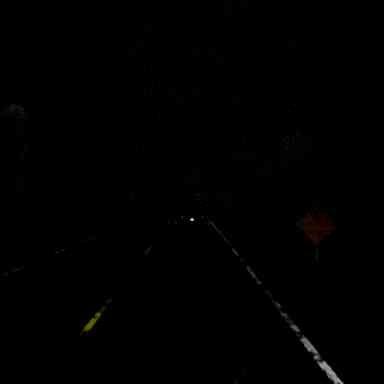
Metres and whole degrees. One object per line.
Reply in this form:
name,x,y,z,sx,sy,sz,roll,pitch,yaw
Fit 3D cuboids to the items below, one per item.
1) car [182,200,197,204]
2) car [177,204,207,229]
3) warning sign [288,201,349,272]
car,-0.322,1.964,47.518,1.837,1.490,4.892,0,-1,-1
car,-0.010,1.789,23.498,1.994,1.385,4.181,0,-1,0
warning sign,3.540,1.206,9.439,1.300,1.860,1.060,1,0,0
